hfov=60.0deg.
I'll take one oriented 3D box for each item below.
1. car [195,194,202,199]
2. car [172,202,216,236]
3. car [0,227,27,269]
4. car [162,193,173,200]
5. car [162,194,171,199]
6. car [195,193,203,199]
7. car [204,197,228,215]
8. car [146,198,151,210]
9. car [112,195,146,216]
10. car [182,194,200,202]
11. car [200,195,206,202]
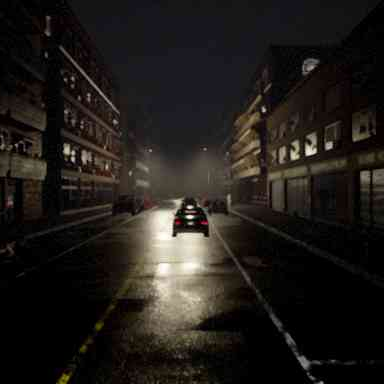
[{"bbox_3d":[1.734,1.136,93.081,1.947,1.339,4.313,0,0,-1],"label":"car"},{"bbox_3d":[-0.086,1.469,17.675,2.033,1.411,5.357,0,0,0],"label":"car"},{"bbox_3d":[-5.767,1.555,8.460,1.802,1.307,4.206,0,0,-1],"label":"car"},{"bbox_3d":[-6.529,1.190,81.725,2.008,1.369,4.403,0,0,-1],"label":"car"},{"bbox_3d":[-6.588,1.163,87.362,2.008,1.369,4.403,0,0,-1],"label":"car"},{"bbox_3d":[1.791,1.122,87.615,1.752,1.417,4.829,0,0,-1],"label":"car"},{"bbox_3d":[2.377,1.381,31.256,1.752,1.417,4.829,0,0,-1],"label":"car"},{"bbox_3d":[-6.060,1.287,36.638,1.967,1.590,4.097,0,0,-1],"label":"car"},{"bbox_3d":[-6.001,1.187,31.002,2.192,1.841,5.009,0,0,-1],"label":"car"},{"bbox_3d":[-0.317,1.342,40.907,1.812,1.442,4.674,0,0,-1],"label":"car"},{"bbox_3d":[2.261,1.350,42.358,1.887,1.381,4.507,0,0,-1],"label":"car"}]
